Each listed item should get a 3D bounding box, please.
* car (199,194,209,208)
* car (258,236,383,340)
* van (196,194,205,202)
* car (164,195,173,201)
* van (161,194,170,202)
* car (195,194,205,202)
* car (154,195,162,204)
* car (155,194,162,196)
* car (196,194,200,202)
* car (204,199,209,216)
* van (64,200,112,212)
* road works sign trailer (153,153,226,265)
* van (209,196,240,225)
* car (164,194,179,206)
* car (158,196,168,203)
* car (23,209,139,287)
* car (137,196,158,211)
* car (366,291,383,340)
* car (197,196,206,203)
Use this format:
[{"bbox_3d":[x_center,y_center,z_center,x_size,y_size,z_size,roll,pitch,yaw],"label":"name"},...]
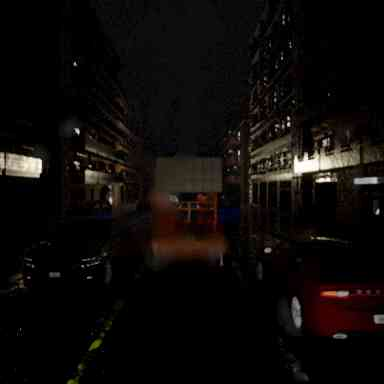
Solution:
[{"bbox_3d":[2.252,1.323,34.951,2.192,1.841,5.009,-1,0,0],"label":"car"},{"bbox_3d":[2.500,1.546,6.630,1.887,1.381,4.507,-1,0,0],"label":"car"},{"bbox_3d":[1.909,1.364,74.599,1.690,1.788,3.998,-1,0,0],"label":"van"},{"bbox_3d":[-6.067,1.468,85.859,1.967,1.590,4.097,-1,0,0],"label":"car"},{"bbox_3d":[-5.971,1.364,74.557,1.690,1.788,3.998,-1,0,0],"label":"van"},{"bbox_3d":[1.860,1.341,80.264,2.192,1.841,5.009,-1,0,0],"label":"car"},{"bbox_3d":[-5.724,1.556,46.301,1.887,1.381,4.507,-1,0,0],"label":"car"},{"bbox_3d":[-5.825,1.331,57.603,2.192,1.841,5.009,-1,0,0],"label":"car"},{"bbox_3d":[2.056,1.331,57.607,2.192,1.841,5.009,-1,0,0],"label":"car"},{"bbox_3d":[2.304,1.588,29.286,1.802,1.307,4.206,-1,0,0],"label":"car"},{"bbox_3d":[-5.482,1.344,18.046,1.690,1.788,3.998,-1,0,0],"label":"van"},{"bbox_3d":[-0.098,0.466,11.603,2.380,3.560,2.880,0,0,0],"label":"road works sign trailer"},{"bbox_3d":[2.350,1.346,23.623,1.690,1.788,3.998,-1,0,0],"label":"van"},{"bbox_3d":[-3.217,1.408,54.221,2.097,1.767,4.553,0,0,0],"label":"car"},{"bbox_3d":[-5.918,1.546,68.735,1.752,1.417,4.829,-1,0,0],"label":"car"},{"bbox_3d":[-2.931,1.479,9.547,1.882,1.535,5.008,0,0,0],"label":"car"},{"bbox_3d":[-5.675,1.554,40.650,1.887,1.381,4.507,-1,0,0],"label":"car"},{"bbox_3d":[2.550,1.582,0.966,1.802,1.307,4.206,-1,0,0],"label":"car"},{"bbox_3d":[1.961,1.603,68.935,1.802,1.307,4.206,-1,0,0],"label":"car"}]
